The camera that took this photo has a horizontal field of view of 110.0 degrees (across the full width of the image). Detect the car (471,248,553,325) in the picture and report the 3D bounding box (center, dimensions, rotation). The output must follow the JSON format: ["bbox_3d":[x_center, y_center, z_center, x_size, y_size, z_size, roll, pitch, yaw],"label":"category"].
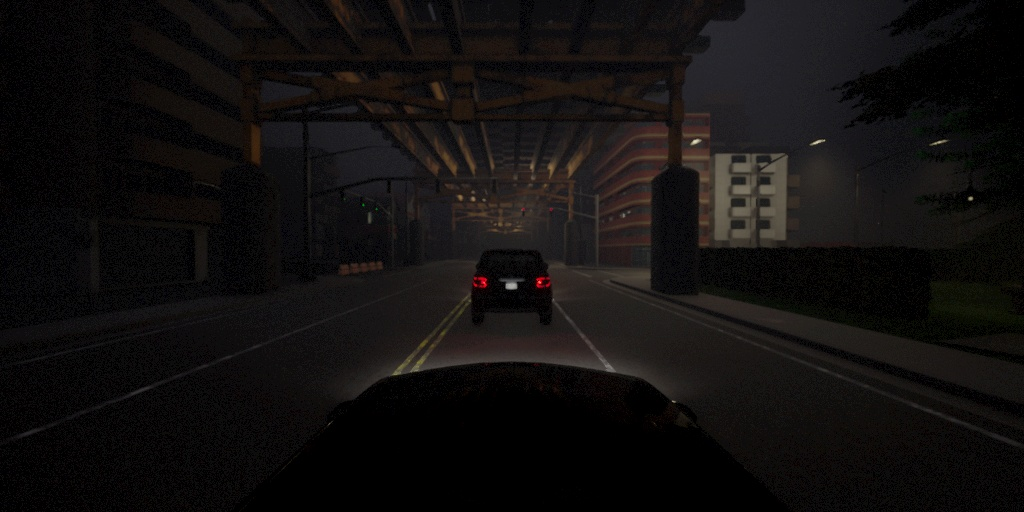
[{"bbox_3d":[0.004,0.802,11.343,2.150,2.045,5.566,0,0,0],"label":"car"}]

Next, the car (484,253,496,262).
[{"bbox_3d":[-3.771,0.246,61.679,1.812,1.442,4.674,0,1,0],"label":"car"}]
